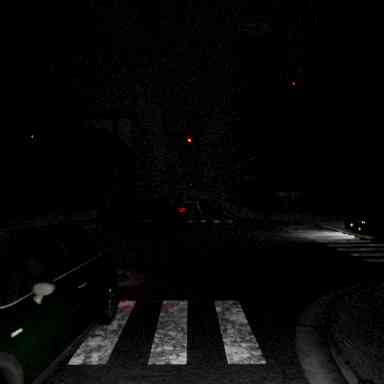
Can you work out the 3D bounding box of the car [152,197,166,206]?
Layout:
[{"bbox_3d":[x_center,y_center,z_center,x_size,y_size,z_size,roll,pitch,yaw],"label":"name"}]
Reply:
[{"bbox_3d":[-5.678,1.634,58.203,2.008,1.369,4.403,0,0,0],"label":"car"}]

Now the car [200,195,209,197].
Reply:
[{"bbox_3d":[2.341,1.637,52.685,1.947,1.339,4.313,0,0,0],"label":"car"}]

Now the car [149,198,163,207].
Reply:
[{"bbox_3d":[-5.684,1.653,52.692,1.802,1.307,4.206,0,0,0],"label":"car"}]

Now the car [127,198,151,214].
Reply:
[{"bbox_3d":[-5.699,1.480,36.160,1.967,1.590,4.097,0,0,0],"label":"car"}]

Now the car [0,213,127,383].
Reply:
[{"bbox_3d":[-2.558,1.350,4.183,2.097,1.767,4.553,0,0,6],"label":"car"}]

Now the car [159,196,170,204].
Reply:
[{"bbox_3d":[-5.668,1.552,69.225,1.967,1.590,4.097,0,0,0],"label":"car"}]

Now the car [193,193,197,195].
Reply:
[{"bbox_3d":[-0.275,1.625,73.874,1.837,1.490,4.892,0,0,0],"label":"car"}]

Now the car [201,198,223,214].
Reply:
[{"bbox_3d":[2.326,1.606,36.152,1.947,1.339,4.313,0,0,0],"label":"car"}]

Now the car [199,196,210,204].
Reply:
[{"bbox_3d":[2.336,1.641,47.175,1.802,1.307,4.206,0,0,0],"label":"car"}]

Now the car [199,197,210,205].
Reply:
[{"bbox_3d":[2.351,1.647,63.706,2.008,1.369,4.403,0,0,0],"label":"car"}]

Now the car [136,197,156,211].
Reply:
[{"bbox_3d":[-5.694,1.490,41.671,1.967,1.590,4.097,0,0,0],"label":"car"}]

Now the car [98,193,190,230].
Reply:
[{"bbox_3d":[-3.052,1.235,20.606,5.566,2.045,2.150,0,0,0],"label":"car"}]

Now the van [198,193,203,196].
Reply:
[{"bbox_3d":[2.346,1.424,58.196,1.690,1.788,3.998,0,0,0],"label":"van"}]

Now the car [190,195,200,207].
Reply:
[{"bbox_3d":[-0.203,1.616,51.875,2.033,1.411,5.357,0,0,0],"label":"car"}]

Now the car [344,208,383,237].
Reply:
[{"bbox_3d":[10.266,1.521,17.338,4.181,1.385,1.994,0,0,-2],"label":"car"}]

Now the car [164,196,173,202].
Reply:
[{"bbox_3d":[-5.658,1.694,80.246,2.008,1.369,4.403,0,0,0],"label":"car"}]

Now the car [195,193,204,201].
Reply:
[{"bbox_3d":[2.009,1.401,90.152,2.150,2.045,5.566,0,0,0],"label":"car"}]
